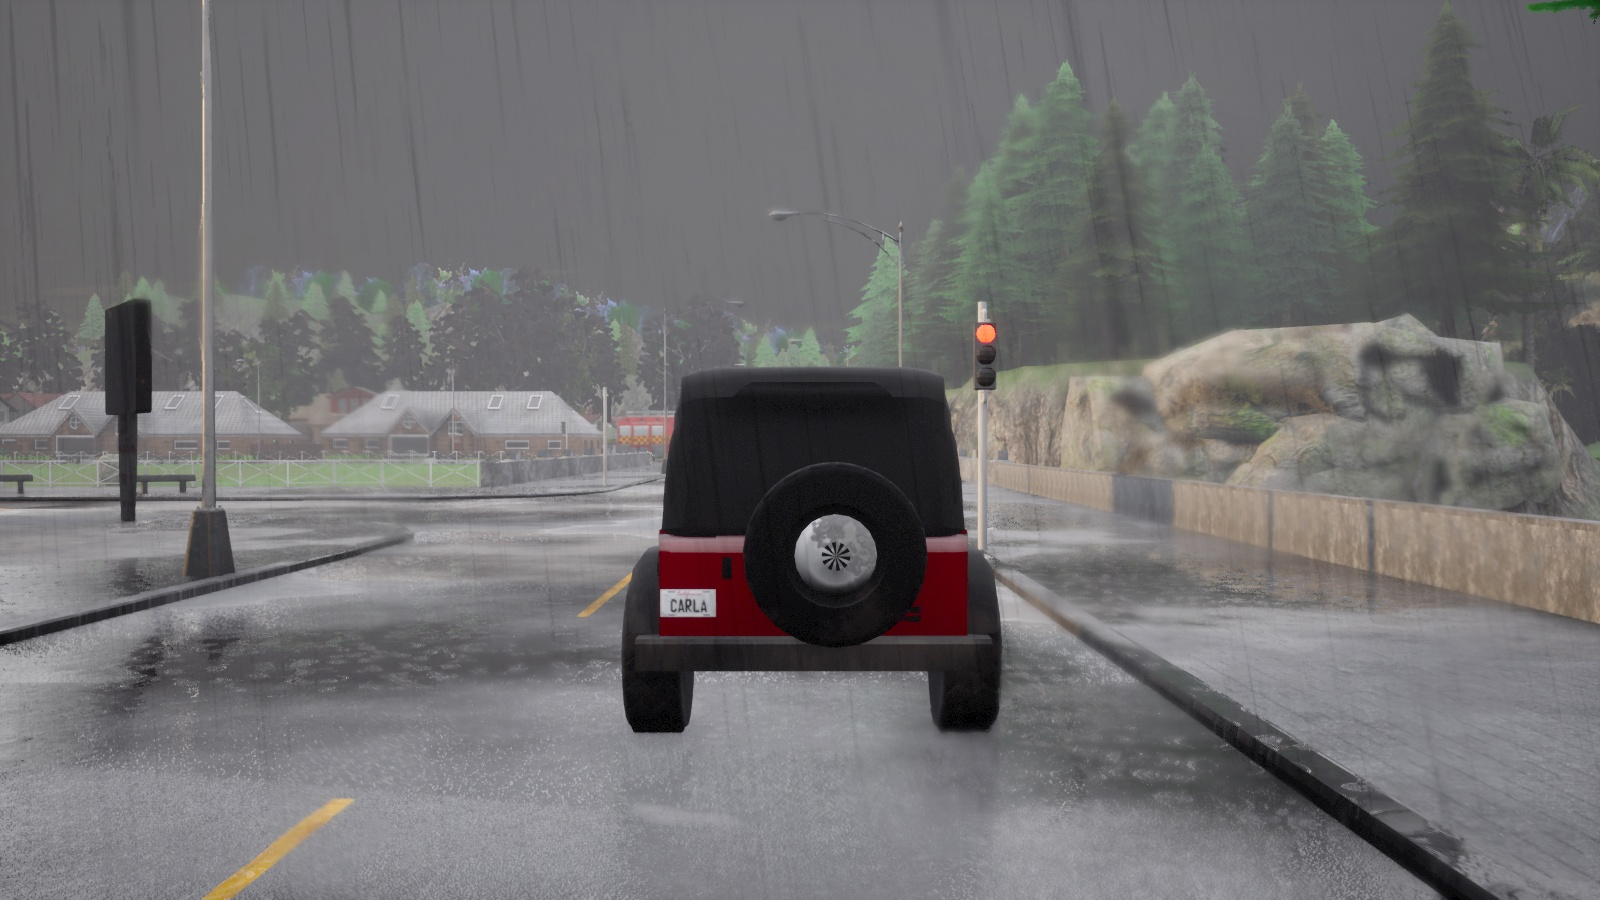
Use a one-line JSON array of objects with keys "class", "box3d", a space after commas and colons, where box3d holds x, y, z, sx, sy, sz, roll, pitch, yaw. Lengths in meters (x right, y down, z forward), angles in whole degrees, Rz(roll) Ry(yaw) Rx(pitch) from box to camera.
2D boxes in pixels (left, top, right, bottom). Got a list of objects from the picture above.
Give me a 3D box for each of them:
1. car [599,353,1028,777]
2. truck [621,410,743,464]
[{"class": "car", "box3d": [0.062, 0.500, 7.508, 1.905, 1.878, 3.866, 0, 0, 0]}, {"class": "truck", "box3d": [-8.506, -0.939, 91.051, 8.468, 3.827, 2.891, 0, 1, 5]}]
